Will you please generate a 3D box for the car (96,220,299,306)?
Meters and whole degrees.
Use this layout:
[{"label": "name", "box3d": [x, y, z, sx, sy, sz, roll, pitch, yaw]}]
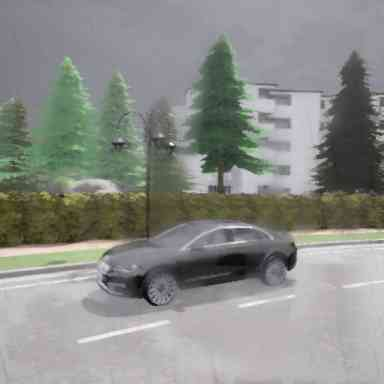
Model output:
[{"label": "car", "box3d": [0.303, 1.439, 7.854, 4.902, 1.511, 2.128, 0, 0, -29]}]
